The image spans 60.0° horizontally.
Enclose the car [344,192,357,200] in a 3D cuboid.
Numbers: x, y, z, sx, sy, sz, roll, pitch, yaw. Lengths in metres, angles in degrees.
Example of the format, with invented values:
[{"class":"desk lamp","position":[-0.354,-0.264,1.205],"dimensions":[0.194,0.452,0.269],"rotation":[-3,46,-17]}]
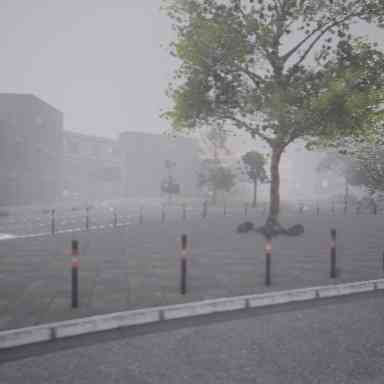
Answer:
[{"class":"car","position":[38.379,1.086,79.990],"dimensions":[2.097,1.767,4.553],"rotation":[2,1,28]}]

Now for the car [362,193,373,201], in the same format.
[{"class":"car","position":[41.664,1.298,79.218],"dimensions":[1.882,1.535,5.008],"rotation":[2,1,29]}]
